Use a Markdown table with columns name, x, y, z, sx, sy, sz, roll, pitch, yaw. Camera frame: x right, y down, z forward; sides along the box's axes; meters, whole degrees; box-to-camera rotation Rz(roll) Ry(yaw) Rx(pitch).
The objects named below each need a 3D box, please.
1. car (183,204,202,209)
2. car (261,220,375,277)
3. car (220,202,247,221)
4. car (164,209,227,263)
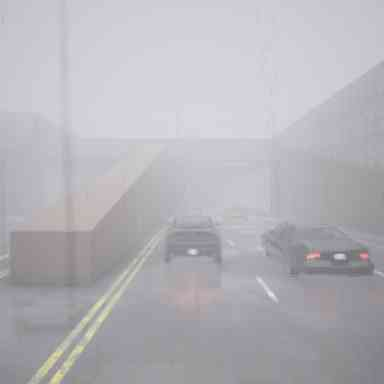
| name | x | y | z | sx | sy | sz | roll | pitch | yaw |
| --- | --- | --- | --- | --- | --- | --- | --- | --- | --- |
| car | 0.028 | 1.655 | 25.406 | 2.033 | 1.411 | 5.357 | 0 | 0 | 1 |
| car | 3.527 | 1.593 | 10.406 | 2.033 | 1.411 | 5.357 | 0 | 0 | 1 |
| car | 3.556 | 1.600 | 28.775 | 1.882 | 1.535 | 5.008 | 0 | 0 | 0 |
| car | 0.044 | 1.554 | 12.183 | 1.837 | 1.490 | 4.892 | 0 | -1 | 0 |
